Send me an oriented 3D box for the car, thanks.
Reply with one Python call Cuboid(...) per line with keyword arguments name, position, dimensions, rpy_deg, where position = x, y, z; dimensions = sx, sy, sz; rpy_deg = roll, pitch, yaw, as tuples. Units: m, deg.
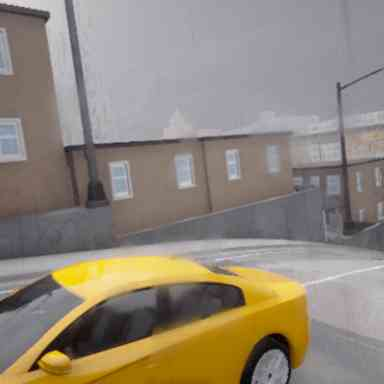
Cuboid(name="car", position=(-0.894, 1.484, 3.392), dimensions=(5.008, 1.535, 1.882), rpy_deg=(0, 0, -35))
